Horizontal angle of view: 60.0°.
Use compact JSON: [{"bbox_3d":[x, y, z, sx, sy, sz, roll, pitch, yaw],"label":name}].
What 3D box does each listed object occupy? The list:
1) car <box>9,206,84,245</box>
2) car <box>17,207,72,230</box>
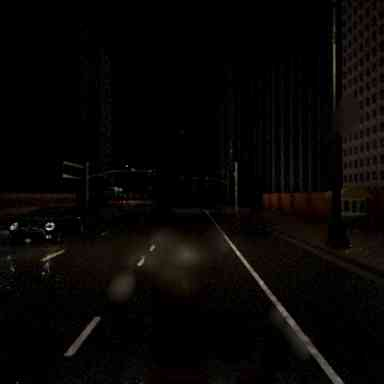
[{"bbox_3d":[-7.011,1.522,16.488,2.097,1.767,4.553,0,-1,0],"label":"car"},{"bbox_3d":[-10.444,1.809,23.928,1.994,1.385,4.181,0,-1,1],"label":"car"}]
